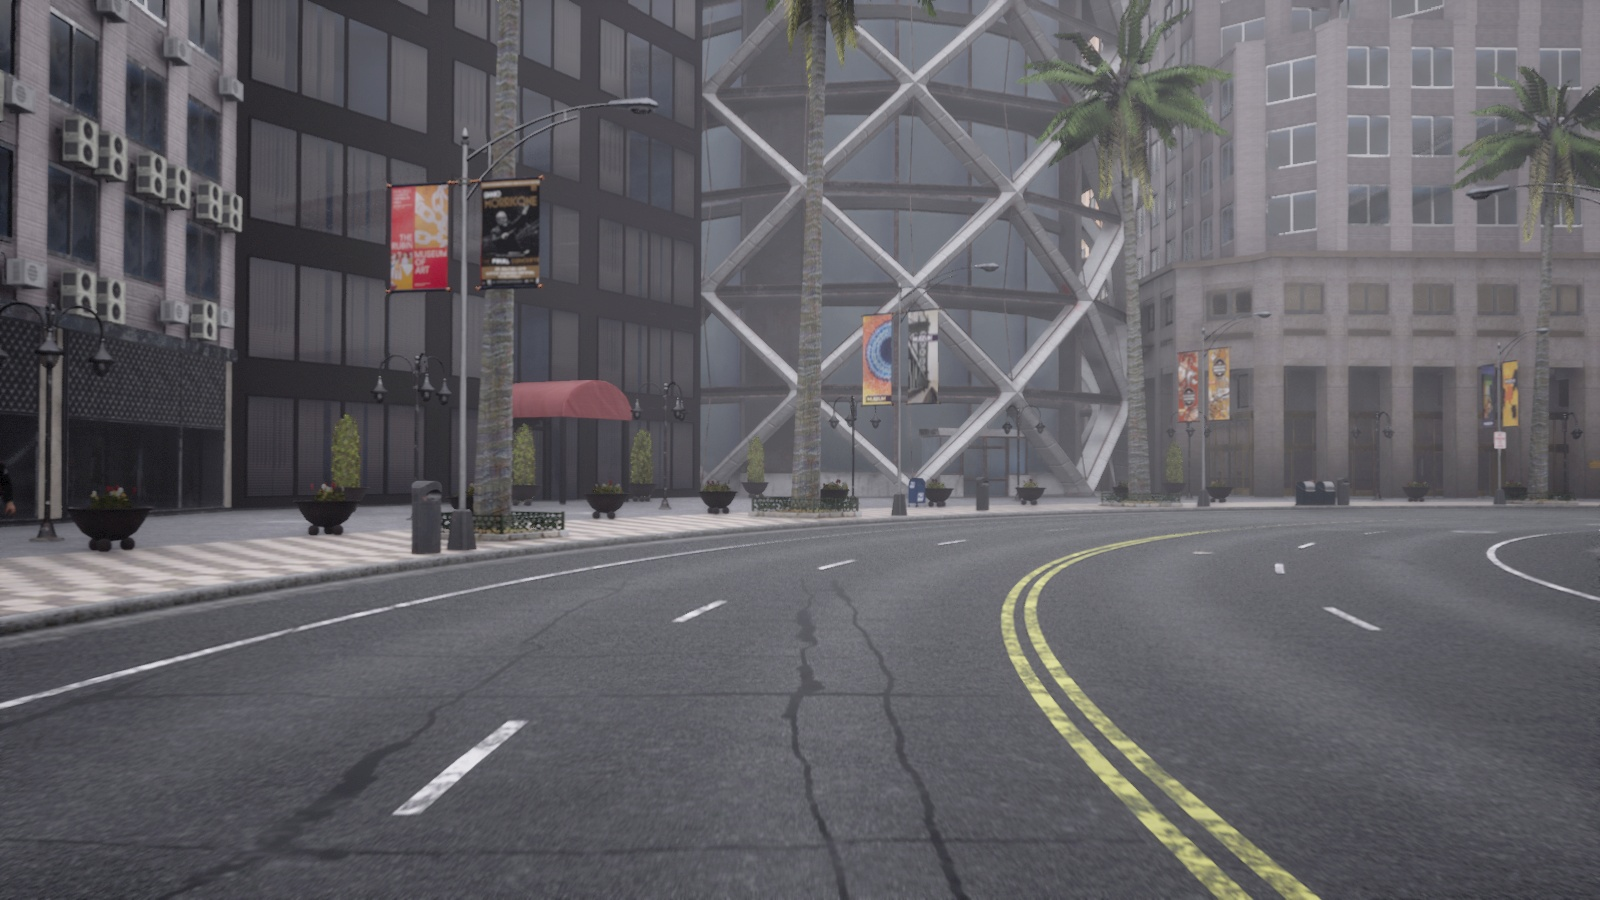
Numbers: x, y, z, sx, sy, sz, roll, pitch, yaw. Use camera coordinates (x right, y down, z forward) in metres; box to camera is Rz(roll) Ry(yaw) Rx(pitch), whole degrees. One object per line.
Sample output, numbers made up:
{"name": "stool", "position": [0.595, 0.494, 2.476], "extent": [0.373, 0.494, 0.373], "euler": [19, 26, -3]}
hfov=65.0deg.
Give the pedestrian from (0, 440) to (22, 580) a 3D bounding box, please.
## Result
{"name": "pedestrian", "position": [-10.754, 0.793, 16.649], "extent": [0.376, 1.854, 0.720], "euler": [0, -1, 7]}
